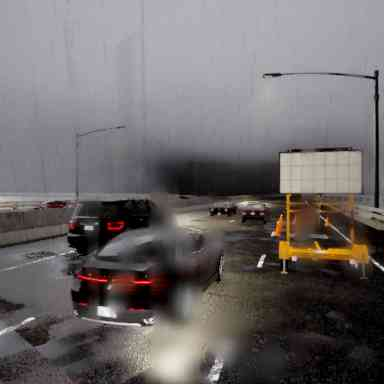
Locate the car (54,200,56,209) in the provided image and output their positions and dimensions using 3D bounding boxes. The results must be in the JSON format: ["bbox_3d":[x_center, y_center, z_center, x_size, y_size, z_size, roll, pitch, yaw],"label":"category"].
[{"bbox_3d":[-11.164,1.610,33.402,1.895,1.301,4.718,0,0,17],"label":"car"}]

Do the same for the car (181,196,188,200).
[{"bbox_3d":[-2.164,1.536,73.725,1.812,1.442,4.674,0,0,18],"label":"car"}]

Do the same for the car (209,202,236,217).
[{"bbox_3d":[3.058,1.610,31.363,1.895,1.301,4.718,0,0,17],"label":"car"}]

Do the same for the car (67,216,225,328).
[{"bbox_3d":[-0.548,1.506,7.138,1.837,1.490,4.892,0,0,16],"label":"car"}]

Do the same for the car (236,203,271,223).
[{"bbox_3d":[5.009,1.556,25.742,2.033,1.411,5.357,0,0,17],"label":"car"}]

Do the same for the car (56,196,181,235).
[{"bbox_3d":[-2.461,1.225,13.009,2.150,2.045,5.566,0,0,17],"label":"car"}]

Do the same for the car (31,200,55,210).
[{"bbox_3d":[-14.480,1.535,34.524,1.812,1.442,4.674,0,0,17],"label":"car"}]

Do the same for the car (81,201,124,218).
[{"bbox_3d":[-8.224,1.573,31.033,1.994,1.385,4.181,0,0,17],"label":"car"}]

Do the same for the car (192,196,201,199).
[{"bbox_3d":[1.166,1.563,72.645,1.994,1.385,4.181,0,0,18],"label":"car"}]

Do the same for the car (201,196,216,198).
[{"bbox_3d":[3.988,1.488,69.979,1.882,1.535,5.008,0,0,18],"label":"car"}]

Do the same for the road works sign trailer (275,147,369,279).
[{"bbox_3d":[3.908,0.468,10.244,2.380,3.560,2.880,0,0,17],"label":"road works sign trailer"}]
